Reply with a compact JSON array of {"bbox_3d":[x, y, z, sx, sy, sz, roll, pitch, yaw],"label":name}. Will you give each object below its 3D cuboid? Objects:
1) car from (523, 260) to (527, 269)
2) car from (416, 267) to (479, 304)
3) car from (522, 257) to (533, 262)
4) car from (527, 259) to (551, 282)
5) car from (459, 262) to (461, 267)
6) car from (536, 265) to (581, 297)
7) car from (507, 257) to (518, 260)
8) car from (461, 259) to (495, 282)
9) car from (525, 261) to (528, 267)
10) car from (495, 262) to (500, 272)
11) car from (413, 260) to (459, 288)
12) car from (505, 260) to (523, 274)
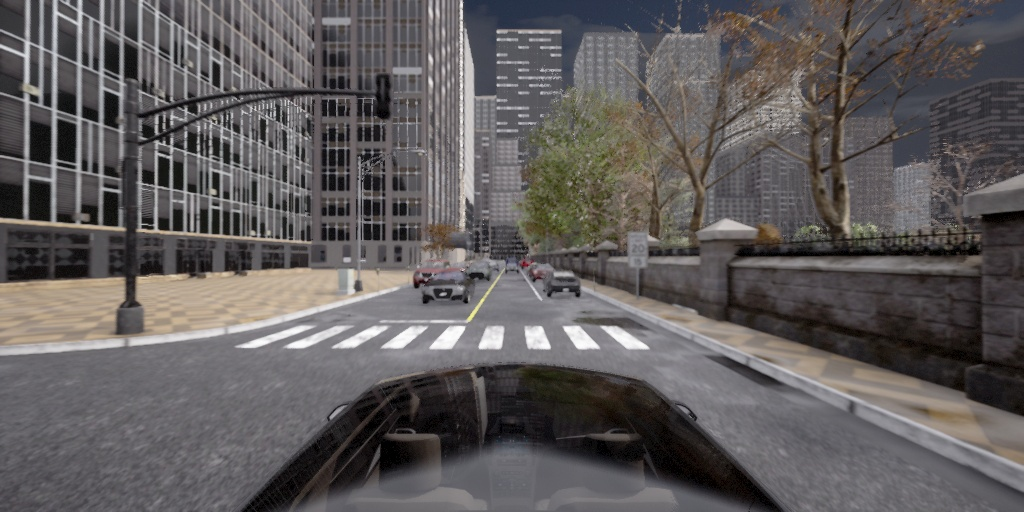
[{"bbox_3d":[2.571,1.470,41.600,1.751,1.417,4.829,0,0,0],"label":"car"},{"bbox_3d":[-2.847,1.388,16.774,1.994,1.385,4.181,0,0,0],"label":"car"},{"bbox_3d":[2.758,1.265,62.524,2.150,2.045,5.566,0,0,0],"label":"car"},{"bbox_3d":[2.569,1.331,30.340,1.967,1.591,4.097,0,0,0],"label":"car"},{"bbox_3d":[-5.310,1.358,35.894,1.967,1.591,4.097,0,0,0],"label":"car"},{"bbox_3d":[2.568,1.388,19.249,2.007,1.370,4.403,0,0,0],"label":"car"},{"bbox_3d":[0.008,1.237,56.809,2.150,2.045,5.566,0,0,0],"label":"car"},{"bbox_3d":[-2.838,1.247,31.053,2.097,1.767,4.553,0,0,0],"label":"car"},{"bbox_3d":[2.570,1.484,35.885,1.948,1.339,4.313,0,0,0],"label":"car"},{"bbox_3d":[-2.748,1.514,50.854,1.812,1.442,4.674,0,0,0],"label":"car"},{"bbox_3d":[-5.312,1.179,24.804,2.192,1.841,5.009,0,0,0],"label":"car"},{"bbox_3d":[0.006,1.515,46.358,2.033,1.411,5.357,0,0,0],"label":"car"}]
